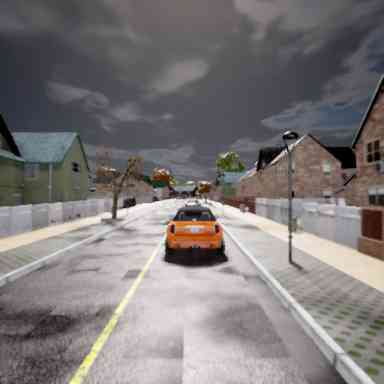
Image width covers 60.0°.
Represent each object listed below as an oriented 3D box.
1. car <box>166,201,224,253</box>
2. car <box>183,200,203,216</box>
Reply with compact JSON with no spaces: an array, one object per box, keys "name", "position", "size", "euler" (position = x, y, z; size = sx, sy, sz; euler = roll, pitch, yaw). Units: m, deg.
[{"name":"car","position":[0.099,1.380,13.886],"size":[2.097,1.767,4.553],"euler":[0,0,0]},{"name":"car","position":[0.100,1.641,35.141],"size":[2.033,1.411,5.357],"euler":[0,0,0]}]
